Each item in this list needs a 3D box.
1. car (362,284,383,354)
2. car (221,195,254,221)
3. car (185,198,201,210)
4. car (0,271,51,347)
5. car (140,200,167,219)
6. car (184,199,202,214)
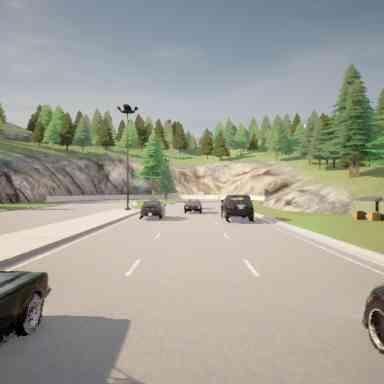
[{"bbox_3d":[3.598,1.563,3.391,1.994,1.385,4.181,0,0,0],"label":"car"},{"bbox_3d":[3.605,1.223,27.022,2.150,2.045,5.566,0,0,0],"label":"car"},{"bbox_3d":[0.202,1.563,44.609,1.994,1.385,4.181,0,0,2],"label":"car"},{"bbox_3d":[-3.401,1.600,3.722,1.895,1.301,4.718,0,0,0],"label":"car"},{"bbox_3d":[-3.394,1.505,29.253,1.837,1.490,4.892,0,0,0],"label":"car"},{"bbox_3d":[0.107,1.600,35.849,1.895,1.301,4.718,0,0,0],"label":"car"}]
